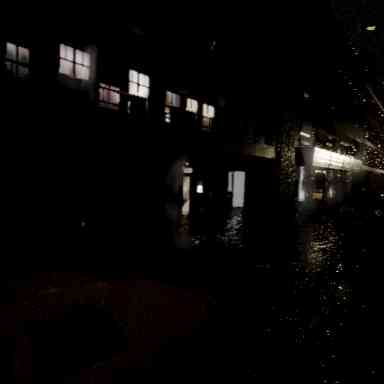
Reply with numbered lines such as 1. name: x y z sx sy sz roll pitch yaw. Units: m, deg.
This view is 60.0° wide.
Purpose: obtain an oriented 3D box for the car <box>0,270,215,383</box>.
1. car: -1.639 1.320 2.197 1.752 1.417 4.829 5 4 36

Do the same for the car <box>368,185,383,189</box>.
1. car: 11.689 0.532 20.577 2.192 1.841 5.009 5 4 36

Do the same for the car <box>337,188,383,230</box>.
1. car: 8.379 0.801 16.021 1.967 1.590 4.097 5 4 36
